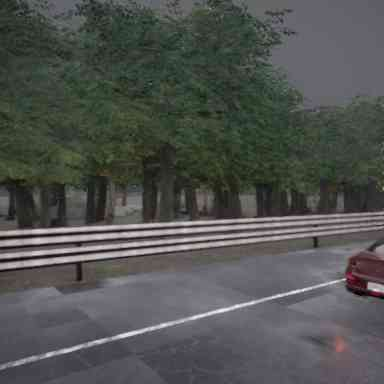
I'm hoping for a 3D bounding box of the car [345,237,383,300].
[{"bbox_3d":[5.272,1.611,7.439,4.674,1.442,1.812,1,0,-35],"label":"car"}]
